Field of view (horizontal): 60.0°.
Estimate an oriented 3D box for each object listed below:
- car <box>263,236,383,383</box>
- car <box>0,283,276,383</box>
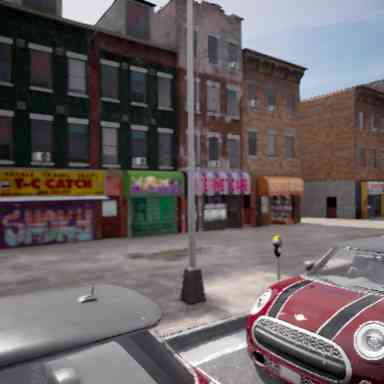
[{"bbox_3d":[2.672,1.430,4.727,4.097,1.590,1.967,0,-1,-35],"label":"car"},{"bbox_3d":[-1.753,1.442,1.571,4.097,1.590,1.967,0,-1,-35],"label":"car"}]
